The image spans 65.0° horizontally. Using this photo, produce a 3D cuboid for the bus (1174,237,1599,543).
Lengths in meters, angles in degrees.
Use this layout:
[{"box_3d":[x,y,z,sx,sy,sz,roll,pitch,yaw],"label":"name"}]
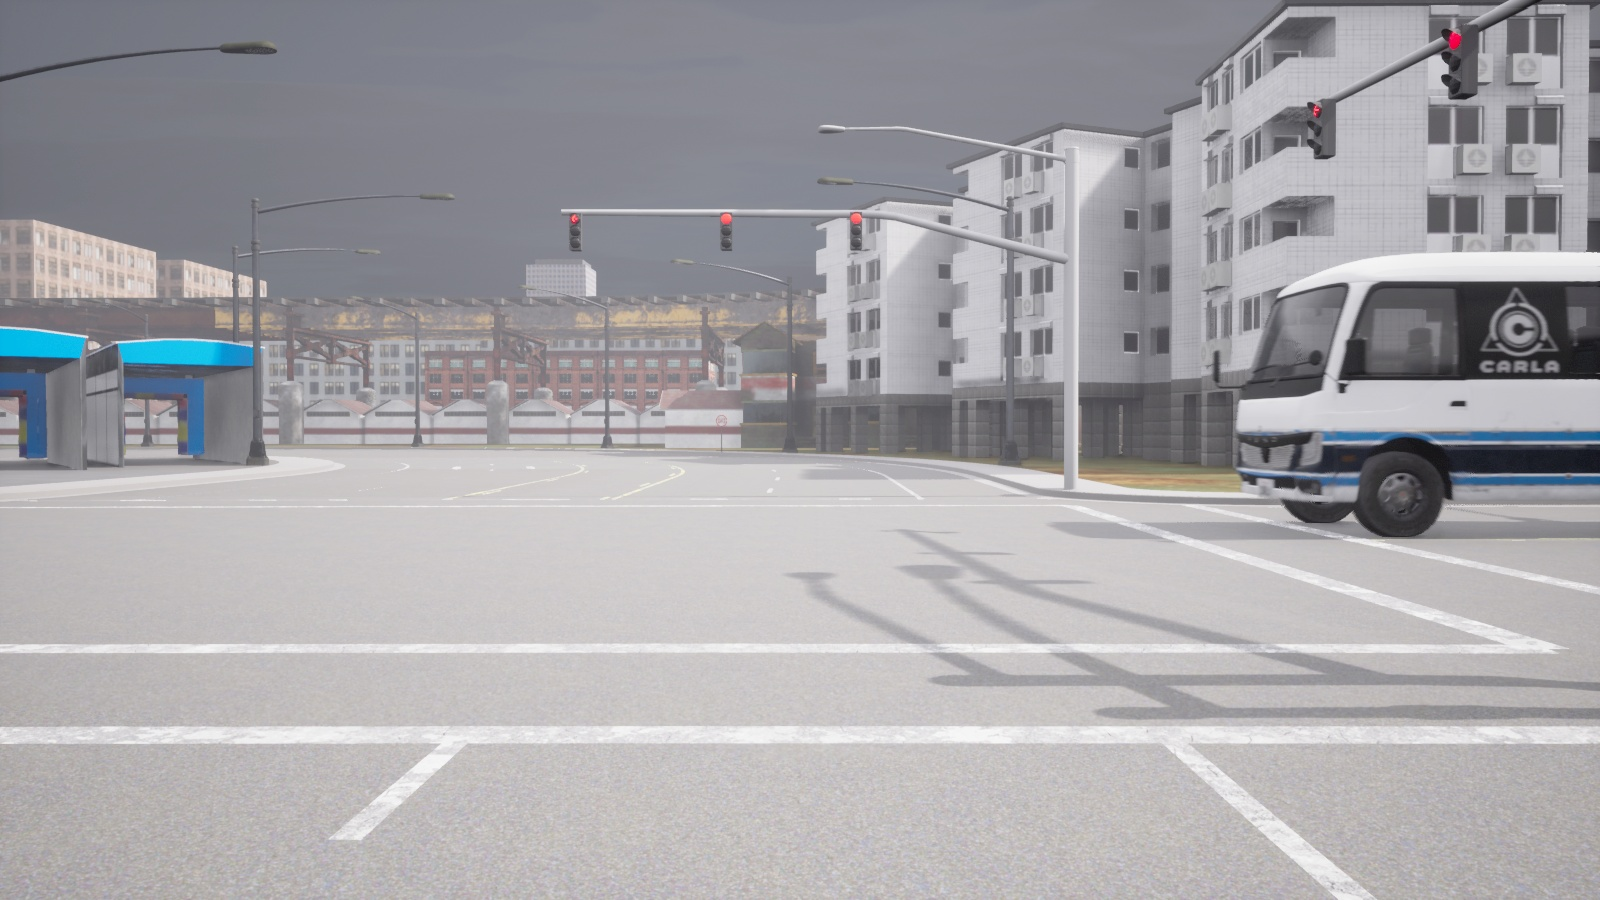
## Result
[{"box_3d":[11.549,-0.861,19.502,10.273,4.253,3.944,0,1,-1],"label":"bus"}]
